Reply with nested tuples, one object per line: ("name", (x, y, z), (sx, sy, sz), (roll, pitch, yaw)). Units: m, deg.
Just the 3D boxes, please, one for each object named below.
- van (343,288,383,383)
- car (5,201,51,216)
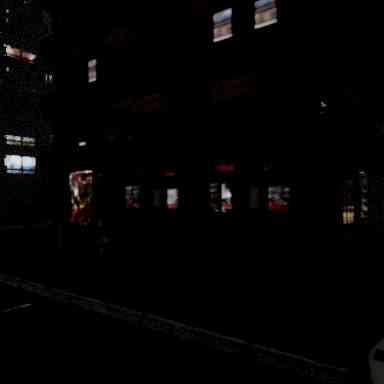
("van", (2.573, 1.325, 1.042), (3.998, 1.788, 1.690), (-1, -1, 36))
("car", (-16.620, 1.599, 33.895), (1.947, 1.339, 4.313), (0, 1, 35))
